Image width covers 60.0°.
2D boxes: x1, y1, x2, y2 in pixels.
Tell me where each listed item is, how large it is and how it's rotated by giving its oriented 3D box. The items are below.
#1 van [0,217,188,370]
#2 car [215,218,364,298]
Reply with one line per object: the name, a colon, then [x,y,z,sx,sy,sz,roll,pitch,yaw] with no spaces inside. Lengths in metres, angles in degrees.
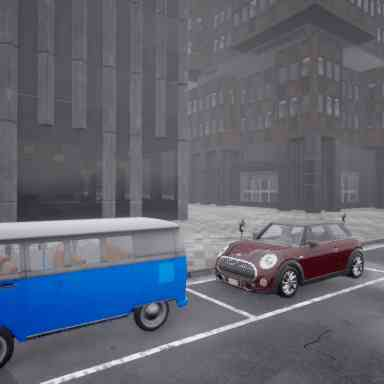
van: [-1.978,1.341,5.235,3.998,1.788,1.690,0,0,-35]
car: [2.523,1.441,8.439,4.097,1.590,1.967,0,0,-35]
